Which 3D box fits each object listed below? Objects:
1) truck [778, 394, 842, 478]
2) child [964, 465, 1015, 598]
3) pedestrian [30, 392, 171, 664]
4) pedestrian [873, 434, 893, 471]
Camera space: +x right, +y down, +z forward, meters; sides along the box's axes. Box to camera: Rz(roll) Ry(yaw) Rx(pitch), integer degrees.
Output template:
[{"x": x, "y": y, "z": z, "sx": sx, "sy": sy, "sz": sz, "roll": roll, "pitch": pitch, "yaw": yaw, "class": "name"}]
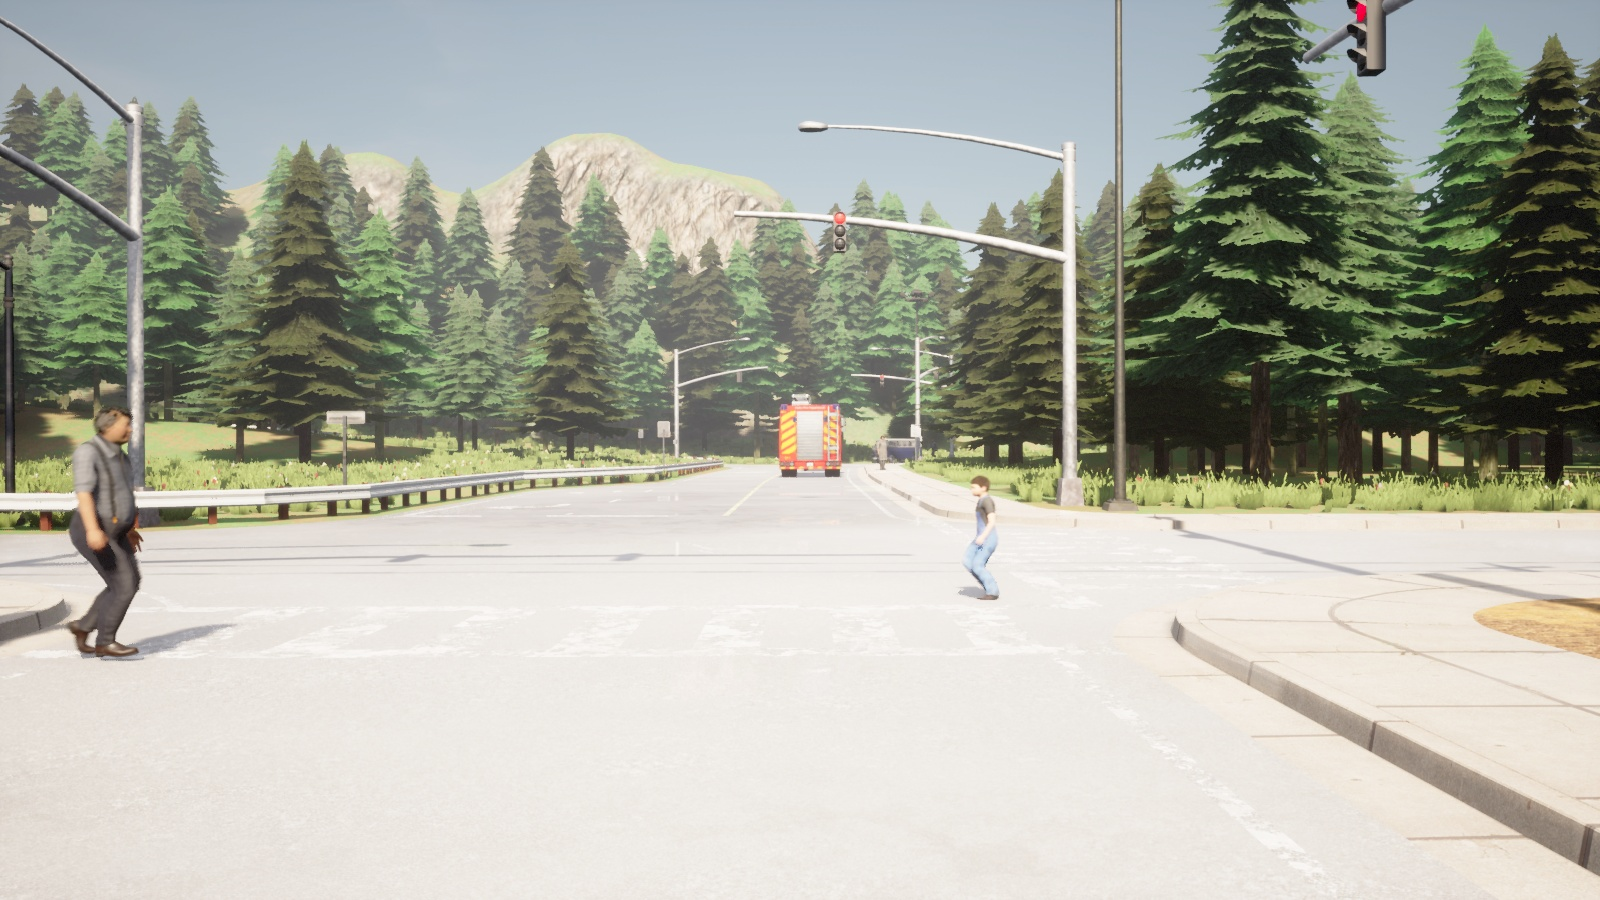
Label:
[{"x": 0.584, "y": -0.660, "z": 61.508, "sx": 2.891, "sy": 3.827, "sz": 8.468, "roll": 0, "pitch": 0, "yaw": 2, "class": "truck"}, {"x": 1.831, "y": 0.781, "z": 12.131, "sx": 0.437, "sy": 1.263, "sz": 0.270, "roll": 0, "pitch": 0, "yaw": -4, "class": "child"}, {"x": -4.898, "y": 0.531, "z": 8.820, "sx": 0.694, "sy": 1.848, "sz": 0.540, "roll": 0, "pitch": 0, "yaw": -3, "class": "pedestrian"}, {"x": 4.351, "y": 0.139, "z": 66.169, "sx": 0.659, "sy": 1.952, "sz": 0.873, "roll": 0, "pitch": 0, "yaw": -32, "class": "pedestrian"}]
